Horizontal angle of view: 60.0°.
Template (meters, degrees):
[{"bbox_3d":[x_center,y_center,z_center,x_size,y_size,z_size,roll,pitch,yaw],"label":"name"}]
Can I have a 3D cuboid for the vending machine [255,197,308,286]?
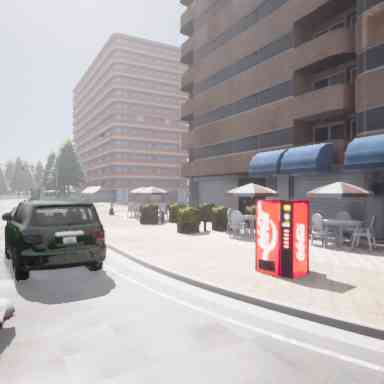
[{"bbox_3d":[2.327,1.195,8.633,1.100,2.100,0.880,0,0,-42],"label":"vending machine"}]

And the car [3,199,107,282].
[{"bbox_3d":[-4.349,1.222,10.176,2.150,2.045,5.566,0,0,-33],"label":"car"}]

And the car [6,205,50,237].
[{"bbox_3d":[-9.649,1.545,19.298,2.033,1.411,5.357,0,0,-29],"label":"car"}]
